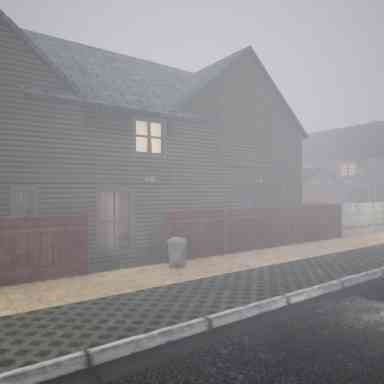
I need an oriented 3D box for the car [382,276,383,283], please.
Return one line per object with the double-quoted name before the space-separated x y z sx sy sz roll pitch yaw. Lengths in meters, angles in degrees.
"car" 6.638 1.549 7.890 5.357 1.411 2.033 0 0 -36
